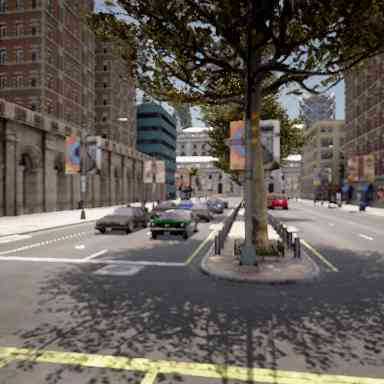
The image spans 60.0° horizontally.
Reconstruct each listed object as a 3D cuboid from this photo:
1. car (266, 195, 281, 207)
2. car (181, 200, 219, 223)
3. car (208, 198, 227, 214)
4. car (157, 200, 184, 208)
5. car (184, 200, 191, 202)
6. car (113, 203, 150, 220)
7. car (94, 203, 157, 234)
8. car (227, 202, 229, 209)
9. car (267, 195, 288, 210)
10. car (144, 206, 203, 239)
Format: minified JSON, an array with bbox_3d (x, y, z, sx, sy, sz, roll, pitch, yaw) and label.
[{"bbox_3d":[13.910,1.506,56.968,2.150,2.045,5.566,0,0,10],"label":"car"},{"bbox_3d":[0.773,1.667,27.545,2.033,1.411,5.357,0,0,10],"label":"car"},{"bbox_3d":[2.433,1.518,37.419,2.097,1.767,4.553,0,0,10],"label":"car"},{"bbox_3d":[-2.360,1.625,30.020,1.837,1.490,4.892,0,0,10],"label":"car"},{"bbox_3d":[-0.686,1.693,39.951,1.812,1.442,4.674,0,0,10],"label":"car"},{"bbox_3d":[-5.463,1.708,30.571,1.895,1.301,4.718,0,0,9],"label":"car"},{"bbox_3d":[-3.985,1.622,20.319,2.033,1.411,5.357,0,0,10],"label":"car"},{"bbox_3d":[4.264,1.818,48.057,1.895,1.301,4.718,0,0,10],"label":"car"},{"bbox_3d":[12.190,1.457,46.691,2.150,2.045,5.566,0,0,10],"label":"car"},{"bbox_3d":[-0.820,1.675,18.024,1.895,1.301,4.718,0,0,10],"label":"car"}]
